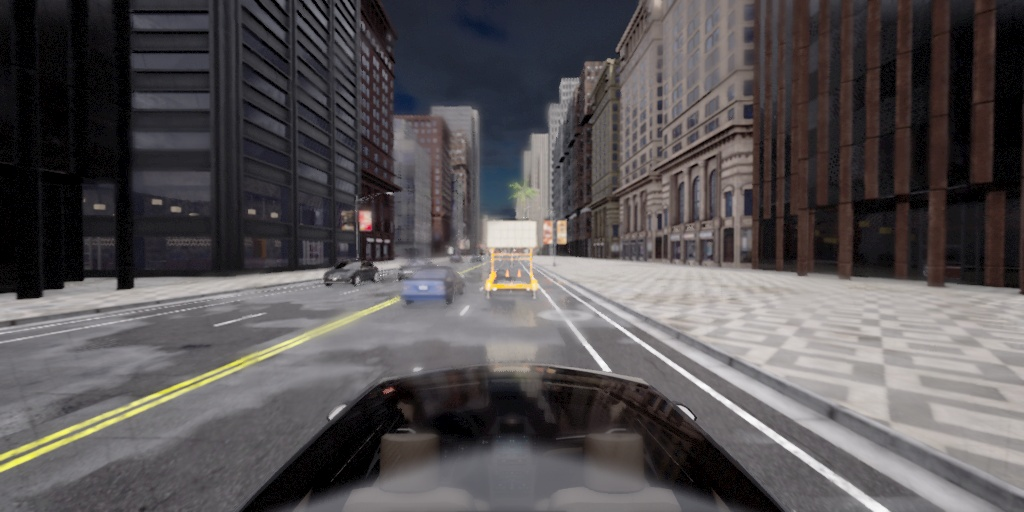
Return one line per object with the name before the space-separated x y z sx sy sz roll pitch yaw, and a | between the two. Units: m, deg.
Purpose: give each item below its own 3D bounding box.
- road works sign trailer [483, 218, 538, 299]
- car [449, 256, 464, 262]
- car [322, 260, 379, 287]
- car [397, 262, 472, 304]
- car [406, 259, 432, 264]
road works sign trailer | -0.006 0.045 16.858 2.380 3.560 2.880 0 0 0
car | -9.783 0.629 63.755 2.033 1.411 5.357 0 1 0
car | -9.854 1.025 22.336 1.837 1.490 4.892 0 1 0
car | -3.155 1.146 15.216 2.033 1.411 5.357 0 1 0
car | -6.604 0.978 25.374 2.128 1.511 4.902 0 1 0
